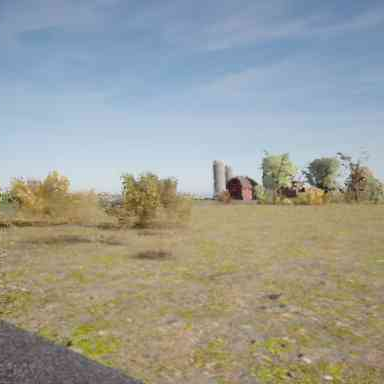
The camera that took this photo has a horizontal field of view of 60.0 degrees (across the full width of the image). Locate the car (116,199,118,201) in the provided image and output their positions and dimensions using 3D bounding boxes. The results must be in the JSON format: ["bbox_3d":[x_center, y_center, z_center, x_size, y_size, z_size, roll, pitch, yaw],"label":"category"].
[{"bbox_3d":[-15.716,2.289,74.276,2.150,2.045,5.566,-2,-2,36],"label":"car"}]
